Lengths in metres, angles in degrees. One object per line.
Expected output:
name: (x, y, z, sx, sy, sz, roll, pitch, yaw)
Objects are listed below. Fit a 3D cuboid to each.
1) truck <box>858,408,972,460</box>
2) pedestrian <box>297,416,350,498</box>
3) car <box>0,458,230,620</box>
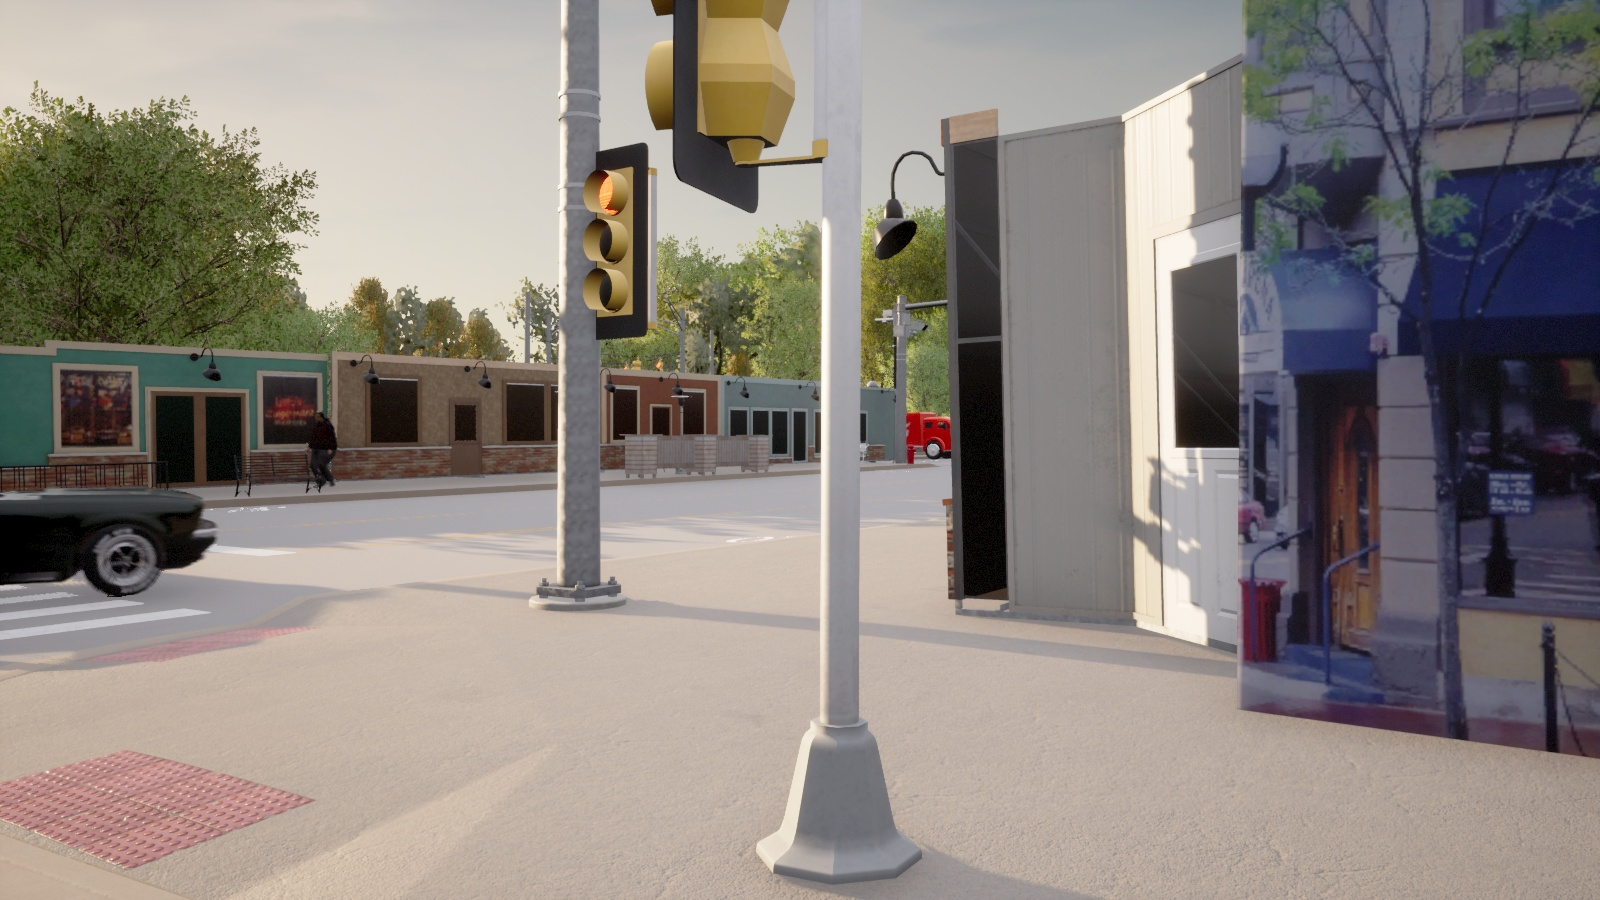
truck: (6.028, -0.824, 65.672, 5.204, 2.467, 2.627, -3, 0, 29)
pedestrian: (-10.901, 0.146, 28.752, 0.634, 1.844, 0.899, 0, 1, 30)
car: (-7.722, 0.791, 11.085, 4.718, 1.301, 1.895, -1, 1, -30)
